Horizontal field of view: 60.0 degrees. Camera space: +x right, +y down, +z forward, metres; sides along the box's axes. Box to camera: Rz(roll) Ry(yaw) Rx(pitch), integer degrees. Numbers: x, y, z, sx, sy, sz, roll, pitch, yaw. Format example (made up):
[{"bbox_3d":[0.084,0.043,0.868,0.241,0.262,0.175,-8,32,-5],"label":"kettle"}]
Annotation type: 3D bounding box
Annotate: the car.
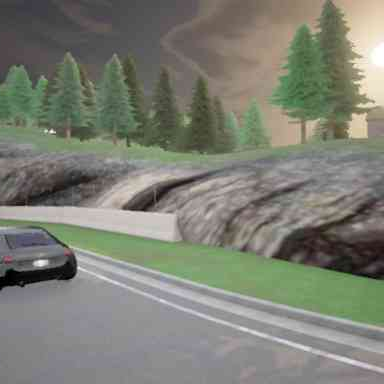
[{"bbox_3d":[-4.842,1.624,9.195,1.994,1.385,4.181,0,0,-42],"label":"car"}]
